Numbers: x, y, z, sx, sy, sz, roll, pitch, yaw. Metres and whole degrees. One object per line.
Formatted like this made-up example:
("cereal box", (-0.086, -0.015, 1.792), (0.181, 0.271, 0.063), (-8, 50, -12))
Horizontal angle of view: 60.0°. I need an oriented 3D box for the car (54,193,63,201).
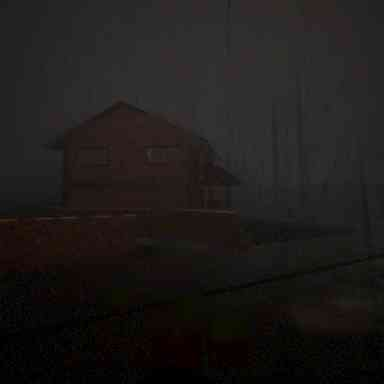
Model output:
("car", (-14.742, 1.022, 38.322), (1.905, 1.878, 3.866), (0, 0, -35))
